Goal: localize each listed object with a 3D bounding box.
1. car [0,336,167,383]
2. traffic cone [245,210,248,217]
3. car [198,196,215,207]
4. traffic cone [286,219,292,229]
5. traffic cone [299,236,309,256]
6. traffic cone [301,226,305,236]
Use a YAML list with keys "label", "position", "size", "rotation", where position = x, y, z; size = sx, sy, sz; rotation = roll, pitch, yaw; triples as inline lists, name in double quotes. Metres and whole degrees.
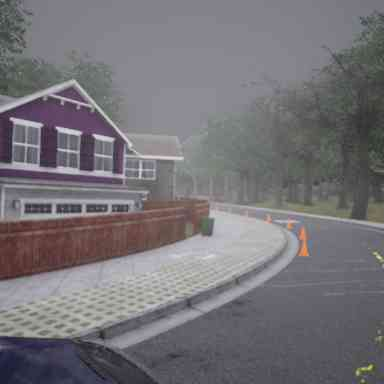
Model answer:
- label: "car"
  position: [-1.892, 1.565, 1.354]
  size: [4.181, 1.385, 1.994]
  rotation: [0, 0, -42]
- label: "traffic cone"
  position: [4.957, 1.944, 30.141]
  size: [0.340, 0.580, 0.340]
  rotation: [2, 0, -11]
- label: "car"
  position: [2.203, 1.391, 53.693]
  size: [2.097, 1.767, 4.553]
  rotation: [2, 0, -12]
- label: "traffic cone"
  position: [6.068, 1.975, 20.828]
  size: [0.340, 0.580, 0.340]
  rotation: [1, 0, 3]
- label: "traffic cone"
  position: [4.049, 1.992, 11.991]
  size: [0.340, 0.580, 0.340]
  rotation: [1, 0, 23]
- label: "traffic cone"
  position: [5.457, 1.989, 16.318]
  size: [0.340, 0.580, 0.340]
  rotation: [1, 0, 13]
